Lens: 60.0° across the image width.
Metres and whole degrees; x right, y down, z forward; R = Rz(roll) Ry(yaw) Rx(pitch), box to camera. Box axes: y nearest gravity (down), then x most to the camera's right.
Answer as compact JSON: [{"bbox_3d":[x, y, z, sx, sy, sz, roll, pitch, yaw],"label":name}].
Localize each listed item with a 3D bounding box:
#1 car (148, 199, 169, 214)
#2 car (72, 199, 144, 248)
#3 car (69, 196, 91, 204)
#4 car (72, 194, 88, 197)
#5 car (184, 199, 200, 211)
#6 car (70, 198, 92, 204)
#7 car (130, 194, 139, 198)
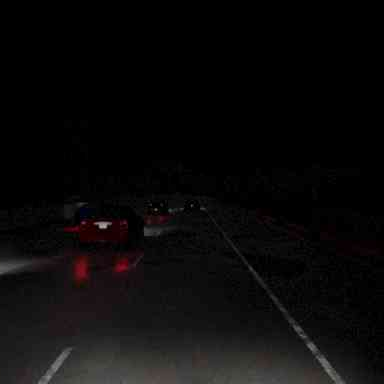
[{"bbox_3d":[-3.494,1.480,34.854,2.128,1.511,4.902,0,0,0],"label":"car"},{"bbox_3d":[-3.444,1.348,14.979,2.097,1.767,4.553,0,0,0],"label":"car"},{"bbox_3d":[-14.204,1.592,42.905,1.895,1.301,4.718,0,0,0],"label":"car"},{"bbox_3d":[-17.700,1.467,54.649,1.882,1.535,5.008,0,0,0],"label":"car"},{"bbox_3d":[-0.012,1.548,40.991,1.994,1.385,4.181,0,0,0],"label":"car"},{"bbox_3d":[-6.965,1.472,24.432,1.882,1.535,5.008,0,0,0],"label":"car"},{"bbox_3d":[-14.230,1.308,83.463,2.097,1.767,4.553,0,0,0],"label":"car"}]
